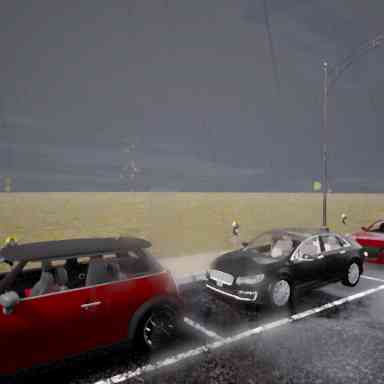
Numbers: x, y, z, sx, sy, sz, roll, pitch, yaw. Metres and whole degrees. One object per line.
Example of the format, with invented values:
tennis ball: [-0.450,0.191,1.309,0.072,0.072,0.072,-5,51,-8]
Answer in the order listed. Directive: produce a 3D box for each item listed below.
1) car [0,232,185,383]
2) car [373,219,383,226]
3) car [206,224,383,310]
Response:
car: [-2.186,1.440,4.528,4.097,1.590,1.967,0,1,-36]
car: [6.821,1.547,10.969,4.507,1.381,1.887,0,1,-36]
car: [2.317,1.552,7.749,4.403,1.369,2.008,0,1,-36]
